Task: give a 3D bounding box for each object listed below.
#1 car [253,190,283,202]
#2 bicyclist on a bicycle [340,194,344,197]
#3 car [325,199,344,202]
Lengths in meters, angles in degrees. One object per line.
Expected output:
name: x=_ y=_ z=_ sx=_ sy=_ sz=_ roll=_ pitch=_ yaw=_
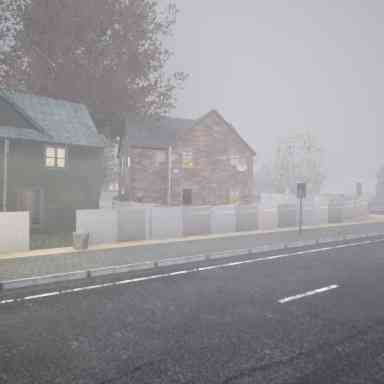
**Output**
car: x=11.128 y=0.703 z=48.921 sx=2.150 sy=2.045 sz=5.566 roll=1 pitch=0 yaw=-20
bicyclist on a bicycle: x=19.456 y=1.035 z=43.118 sx=1.656 sy=1.620 sz=0.582 roll=1 pitch=0 yaw=-20
car: x=15.592 y=1.177 z=36.547 sx=2.128 sy=1.511 sz=4.902 roll=1 pitch=0 yaw=-20
